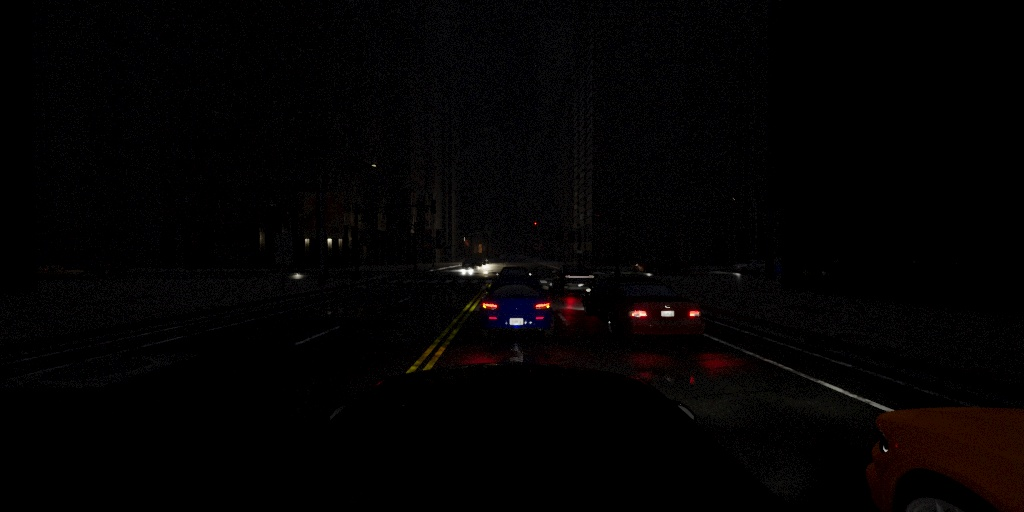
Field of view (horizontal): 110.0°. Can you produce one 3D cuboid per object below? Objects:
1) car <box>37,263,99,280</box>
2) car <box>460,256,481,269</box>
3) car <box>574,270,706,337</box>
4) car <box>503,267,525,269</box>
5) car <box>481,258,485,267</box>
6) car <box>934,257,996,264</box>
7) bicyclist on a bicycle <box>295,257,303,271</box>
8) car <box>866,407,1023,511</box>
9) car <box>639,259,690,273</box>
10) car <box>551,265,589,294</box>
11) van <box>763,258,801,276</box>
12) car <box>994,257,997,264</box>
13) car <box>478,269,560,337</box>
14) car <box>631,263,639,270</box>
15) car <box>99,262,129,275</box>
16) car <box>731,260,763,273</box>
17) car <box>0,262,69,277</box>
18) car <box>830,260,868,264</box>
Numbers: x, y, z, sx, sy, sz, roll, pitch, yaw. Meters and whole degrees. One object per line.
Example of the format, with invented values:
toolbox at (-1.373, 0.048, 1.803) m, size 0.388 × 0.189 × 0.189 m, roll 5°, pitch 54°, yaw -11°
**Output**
car at (-40.821, 1.450, 32.238) m, size 4.829 × 1.417 × 1.751 m, roll 0°, pitch 0°, yaw 0°
car at (-6.535, 1.204, 55.270) m, size 2.128 × 1.511 × 4.902 m, roll 0°, pitch 0°, yaw 2°
car at (3.353, 1.293, 10.268) m, size 2.033 × 1.411 × 5.357 m, roll 0°, pitch 0°, yaw 0°
car at (0.100, 1.286, 19.744) m, size 2.033 × 1.411 × 5.357 m, roll 0°, pitch 0°, yaw 0°
car at (-6.525, 1.060, 64.215) m, size 2.097 × 1.767 × 4.553 m, roll 0°, pitch 0°, yaw 0°
car at (43.853, 1.169, 35.182) m, size 4.097 × 1.591 × 1.967 m, roll 0°, pitch 0°, yaw 0°
bicyclist on a bicycle at (-25.870, 1.001, 43.618) m, size 0.582 × 1.620 × 1.656 m, roll 0°, pitch 1°, yaw 0°
car at (3.348, 1.228, 0.343) m, size 1.882 × 1.535 × 5.008 m, roll 0°, pitch 0°, yaw 0°
car at (17.729, 1.147, 41.190) m, size 5.008 × 1.535 × 1.882 m, roll 0°, pitch 1°, yaw 0°
car at (3.351, 1.230, 20.016) m, size 2.128 × 1.511 × 4.902 m, roll 0°, pitch 0°, yaw 0°
van at (27.532, 1.086, 35.280) m, size 3.998 × 1.789 × 1.690 m, roll 0°, pitch 0°, yaw 0°
car at (49.294, 1.046, 35.149) m, size 5.009 × 1.841 × 2.192 m, roll 0°, pitch 0°, yaw 0°
car at (0.095, 1.272, 10.170) m, size 1.812 × 1.442 × 4.674 m, roll 0°, pitch 0°, yaw 0°
car at (16.700, 1.071, 43.871) m, size 4.097 × 1.591 × 1.967 m, roll 0°, pitch 0°, yaw 0°
car at (-46.411, 1.362, 40.761) m, size 4.507 × 1.381 × 1.888 m, roll 0°, pitch 0°, yaw 0°
car at (27.668, 1.184, 41.115) m, size 4.674 × 1.442 × 1.812 m, roll 0°, pitch 1°, yaw 0°
car at (-50.892, 1.423, 37.988) m, size 5.357 × 1.411 × 2.033 m, roll 0°, pitch 1°, yaw 0°
car at (32.974, 1.321, 35.247) m, size 4.207 × 1.307 × 1.802 m, roll 0°, pitch 0°, yaw 0°
